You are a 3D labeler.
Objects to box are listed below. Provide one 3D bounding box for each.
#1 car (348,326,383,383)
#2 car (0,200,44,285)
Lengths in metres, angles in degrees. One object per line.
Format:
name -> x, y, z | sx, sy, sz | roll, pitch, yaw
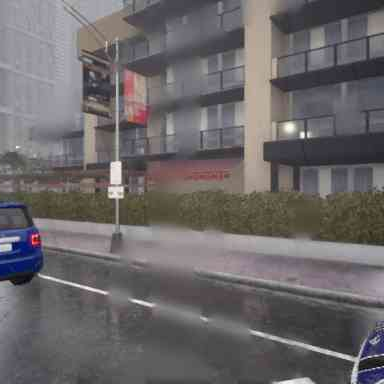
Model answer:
car -> 3.292, 1.352, 1.755 | 4.553, 1.767, 2.097 | 0, 0, 34
car -> -5.968, 1.221, 8.256 | 5.566, 2.045, 2.150 | 0, 0, 35
